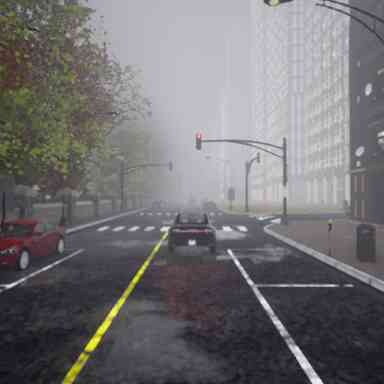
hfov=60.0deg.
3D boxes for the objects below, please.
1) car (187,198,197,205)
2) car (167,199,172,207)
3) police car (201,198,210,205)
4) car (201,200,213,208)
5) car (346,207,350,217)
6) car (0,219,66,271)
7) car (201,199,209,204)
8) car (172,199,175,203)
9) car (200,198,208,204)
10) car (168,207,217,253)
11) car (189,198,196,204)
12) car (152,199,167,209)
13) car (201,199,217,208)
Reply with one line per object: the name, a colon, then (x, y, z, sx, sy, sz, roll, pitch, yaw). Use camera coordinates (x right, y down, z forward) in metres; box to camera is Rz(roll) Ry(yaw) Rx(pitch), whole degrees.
car: (0.034, 2.250, 74.893, 1.837, 1.490, 4.892, 0, -1, 0)
car: (-5.659, 2.108, 66.174, 1.967, 1.590, 4.097, 0, -1, 0)
police car: (3.169, 2.218, 77.694, 1.930, 1.638, 5.238, 0, -1, 0)
car: (2.718, 2.174, 60.537, 1.947, 1.339, 4.313, 0, -1, 0)
car: (14.685, 1.534, 26.680, 4.313, 1.339, 1.947, -1, 0, 0)
car: (-5.813, 1.654, 11.360, 1.887, 1.381, 4.507, 0, -1, 0)
car: (3.187, 2.395, 84.582, 1.812, 1.442, 4.674, 0, -1, 0)
car: (-5.647, 2.523, 94.333, 1.887, 1.381, 4.507, 0, -1, 0)
car: (2.716, 2.115, 54.905, 1.947, 1.339, 4.313, 0, -1, 0)
car: (0.011, 1.631, 14.304, 2.128, 1.511, 4.902, 0, 0, 0)
car: (0.039, 2.266, 86.560, 1.837, 1.490, 4.892, 0, -1, 0)
car: (-5.665, 2.131, 54.908, 1.802, 1.307, 4.206, 0, -1, 0)
car: (2.713, 2.056, 49.272, 1.947, 1.339, 4.313, 0, -1, 0)
